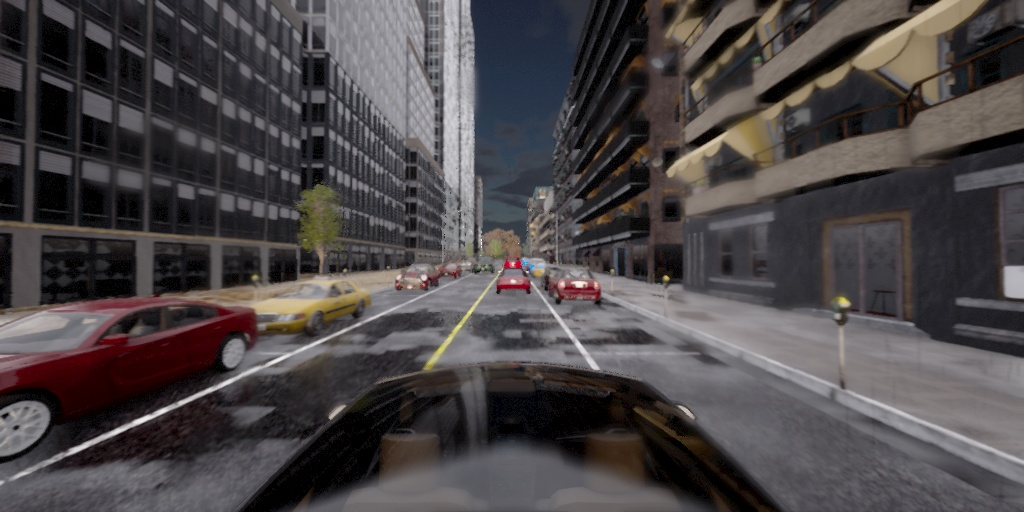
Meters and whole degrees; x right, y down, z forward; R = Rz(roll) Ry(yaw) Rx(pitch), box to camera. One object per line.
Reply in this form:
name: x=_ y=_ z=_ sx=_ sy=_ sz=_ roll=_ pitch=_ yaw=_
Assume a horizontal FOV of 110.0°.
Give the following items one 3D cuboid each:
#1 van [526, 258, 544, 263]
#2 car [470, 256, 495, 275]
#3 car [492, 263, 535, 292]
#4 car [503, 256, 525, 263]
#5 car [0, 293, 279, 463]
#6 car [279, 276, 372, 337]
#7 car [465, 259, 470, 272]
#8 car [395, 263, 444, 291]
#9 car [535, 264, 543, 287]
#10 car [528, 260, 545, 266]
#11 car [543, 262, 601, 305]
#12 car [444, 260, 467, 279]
van: x=2.685 y=1.146 z=38.926 sx=1.690 sy=1.789 sz=3.998 roll=0 pitch=0 yaw=0
car: x=-3.093 y=1.029 z=41.075 sx=2.150 sy=2.045 sz=5.566 roll=0 pitch=0 yaw=0
car: x=0.083 y=1.343 z=21.299 sx=1.994 sy=1.385 sz=4.181 roll=0 pitch=0 yaw=0
car: x=0.093 y=1.032 z=42.812 sx=2.150 sy=2.045 sz=5.566 roll=0 pitch=0 yaw=0
car: x=-5.691 y=1.298 z=4.974 sx=1.888 sy=1.381 sz=4.507 roll=0 pitch=0 yaw=0
car: x=-5.692 y=1.287 z=10.462 sx=1.751 sy=1.417 sz=4.829 roll=0 pitch=0 yaw=0
car: x=-5.697 y=1.362 z=44.576 sx=2.007 sy=1.370 sz=4.403 roll=0 pitch=0 yaw=0
car: x=-5.693 y=1.218 z=21.946 sx=1.967 sy=1.591 sz=4.097 roll=0 pitch=0 yaw=0
car: x=2.687 y=1.346 z=21.954 sx=1.948 sy=1.339 sz=4.313 roll=0 pitch=0 yaw=0
car: x=2.686 y=1.322 z=33.439 sx=1.751 sy=1.417 sz=4.829 roll=0 pitch=0 yaw=0
car: x=2.688 y=1.212 z=16.297 sx=1.967 sy=1.591 sz=4.097 roll=0 pitch=0 yaw=0
car: x=-5.695 y=1.340 z=33.261 sx=1.888 sy=1.381 sz=4.507 roll=0 pitch=0 yaw=0
